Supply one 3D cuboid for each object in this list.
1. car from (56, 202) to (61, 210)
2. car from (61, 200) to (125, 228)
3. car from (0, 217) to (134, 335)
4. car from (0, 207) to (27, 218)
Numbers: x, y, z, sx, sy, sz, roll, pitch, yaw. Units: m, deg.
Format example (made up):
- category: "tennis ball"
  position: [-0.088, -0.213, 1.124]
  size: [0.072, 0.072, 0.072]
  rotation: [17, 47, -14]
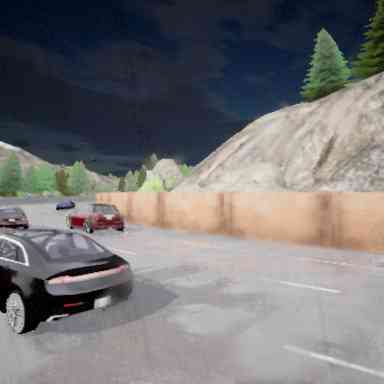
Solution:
- category: "car"
  position: [-17.865, 1.804, 47.388]
  size: [1.994, 1.385, 4.181]
  rotation: [0, 0, -9]
- category: "car"
  position: [-5.914, 1.470, 20.086]
  size: [2.097, 1.767, 4.553]
  rotation: [1, -1, -39]
- category: "car"
  position: [-3.267, 1.526, 6.849]
  size: [4.902, 1.511, 2.128]
  rotation: [0, 0, 40]
- category: "car"
  position: [-11.318, 1.627, 20.666]
  size: [2.033, 1.411, 5.357]
  rotation: [1, 0, -31]
